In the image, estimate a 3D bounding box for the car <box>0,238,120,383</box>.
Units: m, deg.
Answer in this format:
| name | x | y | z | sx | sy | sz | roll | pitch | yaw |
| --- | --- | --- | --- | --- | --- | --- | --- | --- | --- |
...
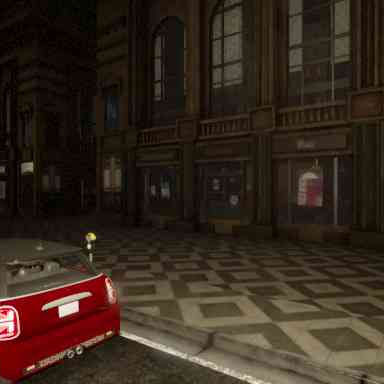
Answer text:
| name | x | y | z | sx | sy | sz | roll | pitch | yaw |
| --- | --- | --- | --- | --- | --- | --- | --- | --- | --- |
| car | -3.069 | 1.440 | 5.157 | 4.097 | 1.590 | 1.967 | 0 | 0 | 36 |
